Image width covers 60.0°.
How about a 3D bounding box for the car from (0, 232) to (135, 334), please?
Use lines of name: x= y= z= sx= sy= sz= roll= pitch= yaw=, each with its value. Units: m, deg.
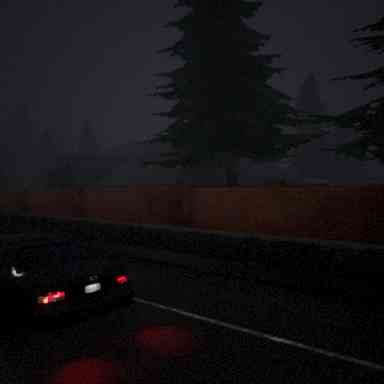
car: x=-3.513 y=1.555 z=6.791 sx=5.357 sy=1.411 sz=2.033 roll=0 pitch=0 yaw=39
